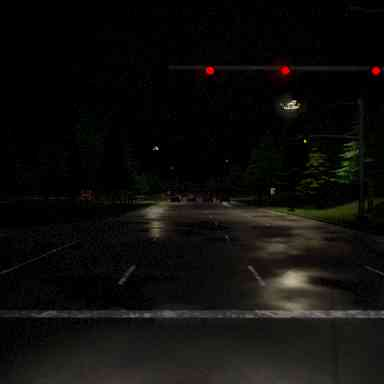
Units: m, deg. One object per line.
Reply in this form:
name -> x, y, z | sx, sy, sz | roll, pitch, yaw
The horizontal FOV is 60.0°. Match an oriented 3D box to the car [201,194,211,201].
car -> 3.408, 1.358, 80.782 | 2.128, 1.511, 4.902 | 0, 0, 0

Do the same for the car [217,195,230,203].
car -> 6.919, 1.545, 70.783 | 1.994, 1.385, 4.181 | 0, 0, 0

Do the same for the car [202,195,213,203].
car -> 3.420, 1.545, 70.779 | 1.994, 1.385, 4.181 | 0, 0, 0

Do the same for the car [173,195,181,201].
car -> -3.592, 1.357, 80.774 | 1.812, 1.442, 4.674 | 0, 0, 0

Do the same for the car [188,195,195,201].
car -> -0.092, 1.357, 80.778 | 1.812, 1.442, 4.674 | 0, 0, 0

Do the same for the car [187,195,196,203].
car -> -0.080, 1.531, 70.358 | 2.033, 1.411, 5.357 | 0, 0, 0

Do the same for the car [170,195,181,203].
car -> -3.580, 1.517, 70.771 | 1.812, 1.442, 4.674 | 0, 0, 0
